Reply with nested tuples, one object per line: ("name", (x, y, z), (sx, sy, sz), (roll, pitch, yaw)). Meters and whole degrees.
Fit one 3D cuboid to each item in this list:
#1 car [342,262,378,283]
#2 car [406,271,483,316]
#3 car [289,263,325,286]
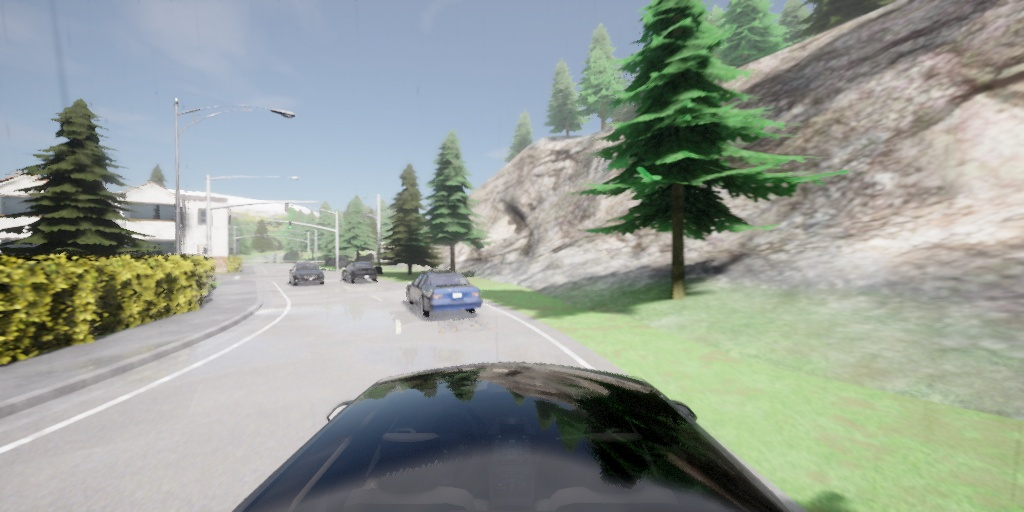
("car", (-11.772, 1.236, 27.599), (1.837, 1.490, 4.892), (-1, 0, -35))
("car", (-2.705, 1.265, 13.391), (2.033, 1.411, 5.357), (-1, 0, -24))
("car", (-14.604, 1.288, 25.477), (1.837, 1.490, 4.892), (-1, 0, -36))
